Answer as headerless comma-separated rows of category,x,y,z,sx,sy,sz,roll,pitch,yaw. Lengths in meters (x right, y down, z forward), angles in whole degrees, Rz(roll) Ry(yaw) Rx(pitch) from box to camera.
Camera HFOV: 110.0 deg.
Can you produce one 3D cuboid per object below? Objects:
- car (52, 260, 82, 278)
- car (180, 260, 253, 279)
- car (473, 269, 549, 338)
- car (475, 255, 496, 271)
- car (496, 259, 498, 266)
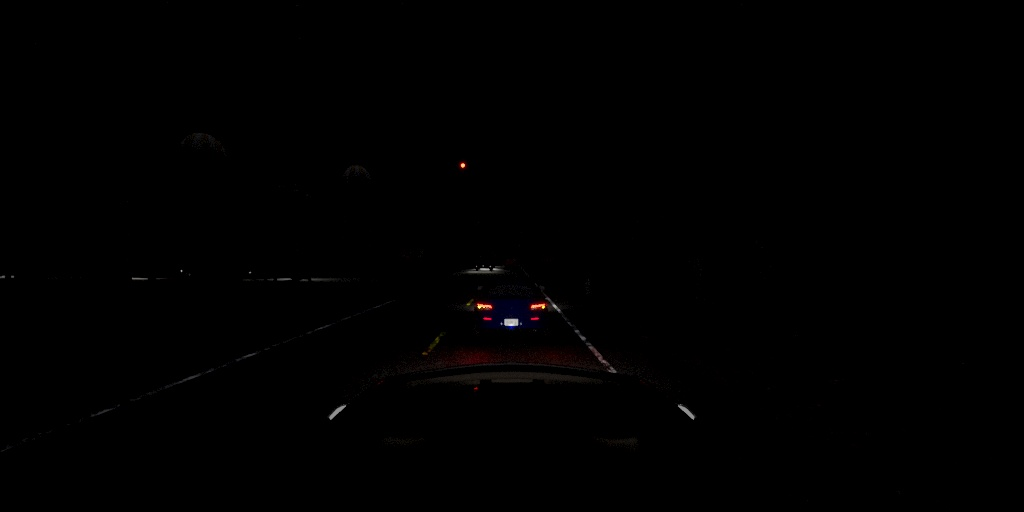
car,-33.175,1.017,28.257,4.181,1.385,1.994,1,0,-1
car,-23.216,1.038,28.342,4.902,1.511,2.128,1,0,-2
car,-0.026,1.274,10.086,1.812,1.442,4.674,0,0,0
car,-3.770,0.934,49.782,2.150,2.045,5.566,0,0,0
car,-3.788,1.299,59.556,1.895,1.301,4.718,0,0,0
